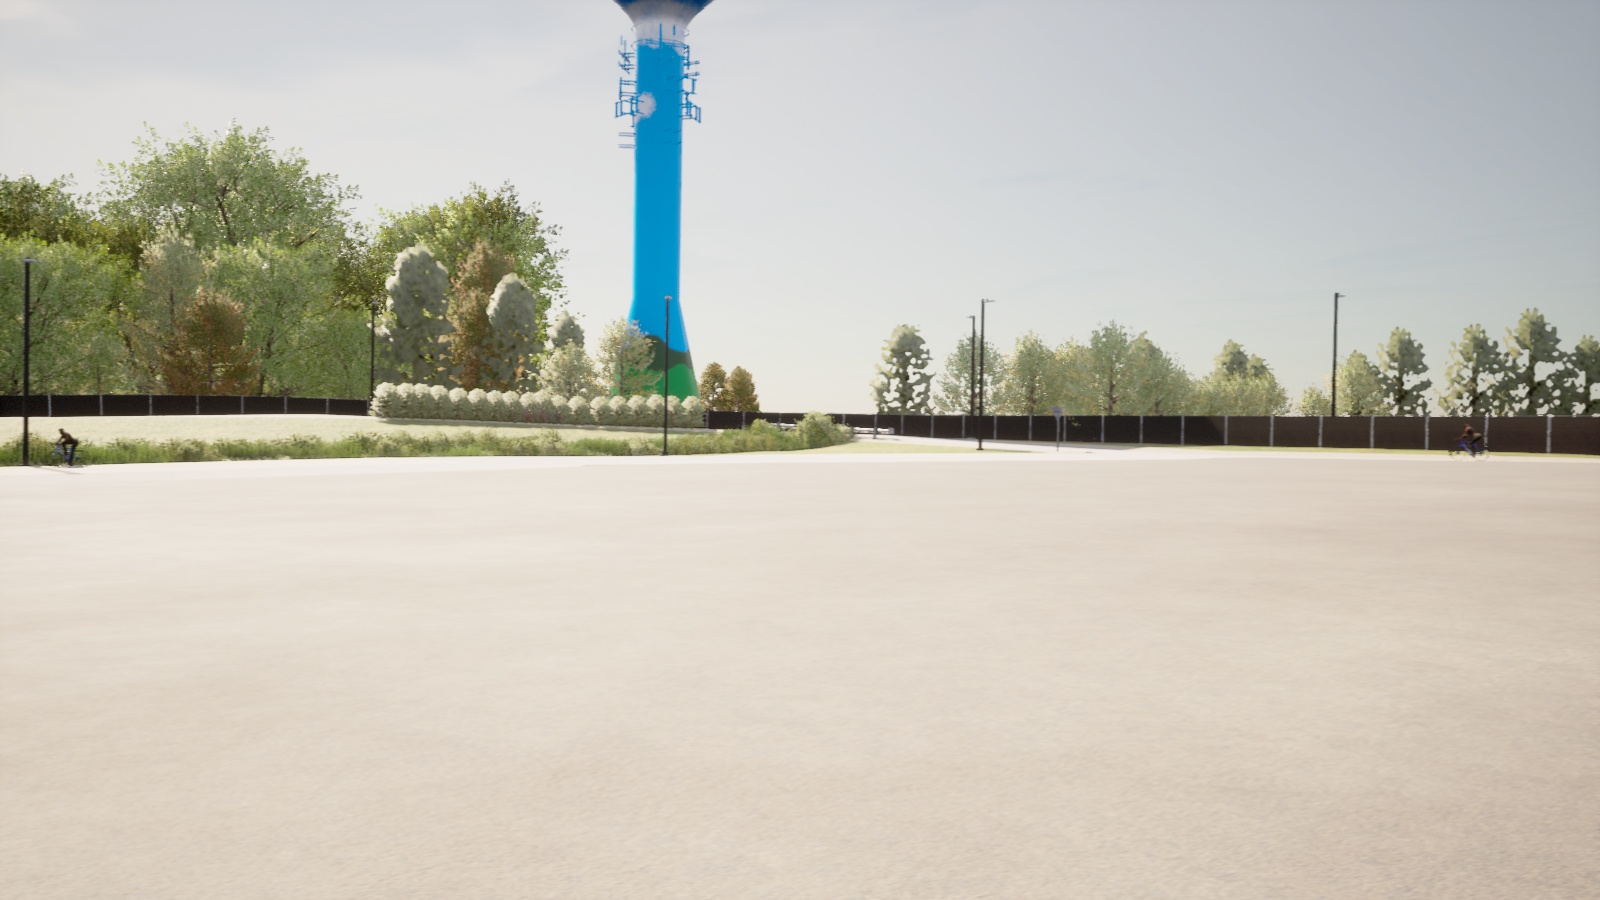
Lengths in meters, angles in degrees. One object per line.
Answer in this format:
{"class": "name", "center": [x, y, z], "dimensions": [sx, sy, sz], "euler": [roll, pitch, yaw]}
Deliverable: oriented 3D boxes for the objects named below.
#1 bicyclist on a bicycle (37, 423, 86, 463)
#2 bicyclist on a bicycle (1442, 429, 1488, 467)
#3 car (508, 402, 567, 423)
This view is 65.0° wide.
{"class": "bicyclist on a bicycle", "center": [-30.529, -0.312, 51.953], "dimensions": [0.582, 1.620, 1.656], "euler": [2, 2, 30]}
{"class": "bicyclist on a bicycle", "center": [28.606, -0.094, 54.036], "dimensions": [0.582, 1.620, 1.656], "euler": [0, 0, -37]}
{"class": "car", "center": [-19.878, -2.837, 95.012], "dimensions": [4.181, 1.385, 1.994], "euler": [2, 0, -18]}
